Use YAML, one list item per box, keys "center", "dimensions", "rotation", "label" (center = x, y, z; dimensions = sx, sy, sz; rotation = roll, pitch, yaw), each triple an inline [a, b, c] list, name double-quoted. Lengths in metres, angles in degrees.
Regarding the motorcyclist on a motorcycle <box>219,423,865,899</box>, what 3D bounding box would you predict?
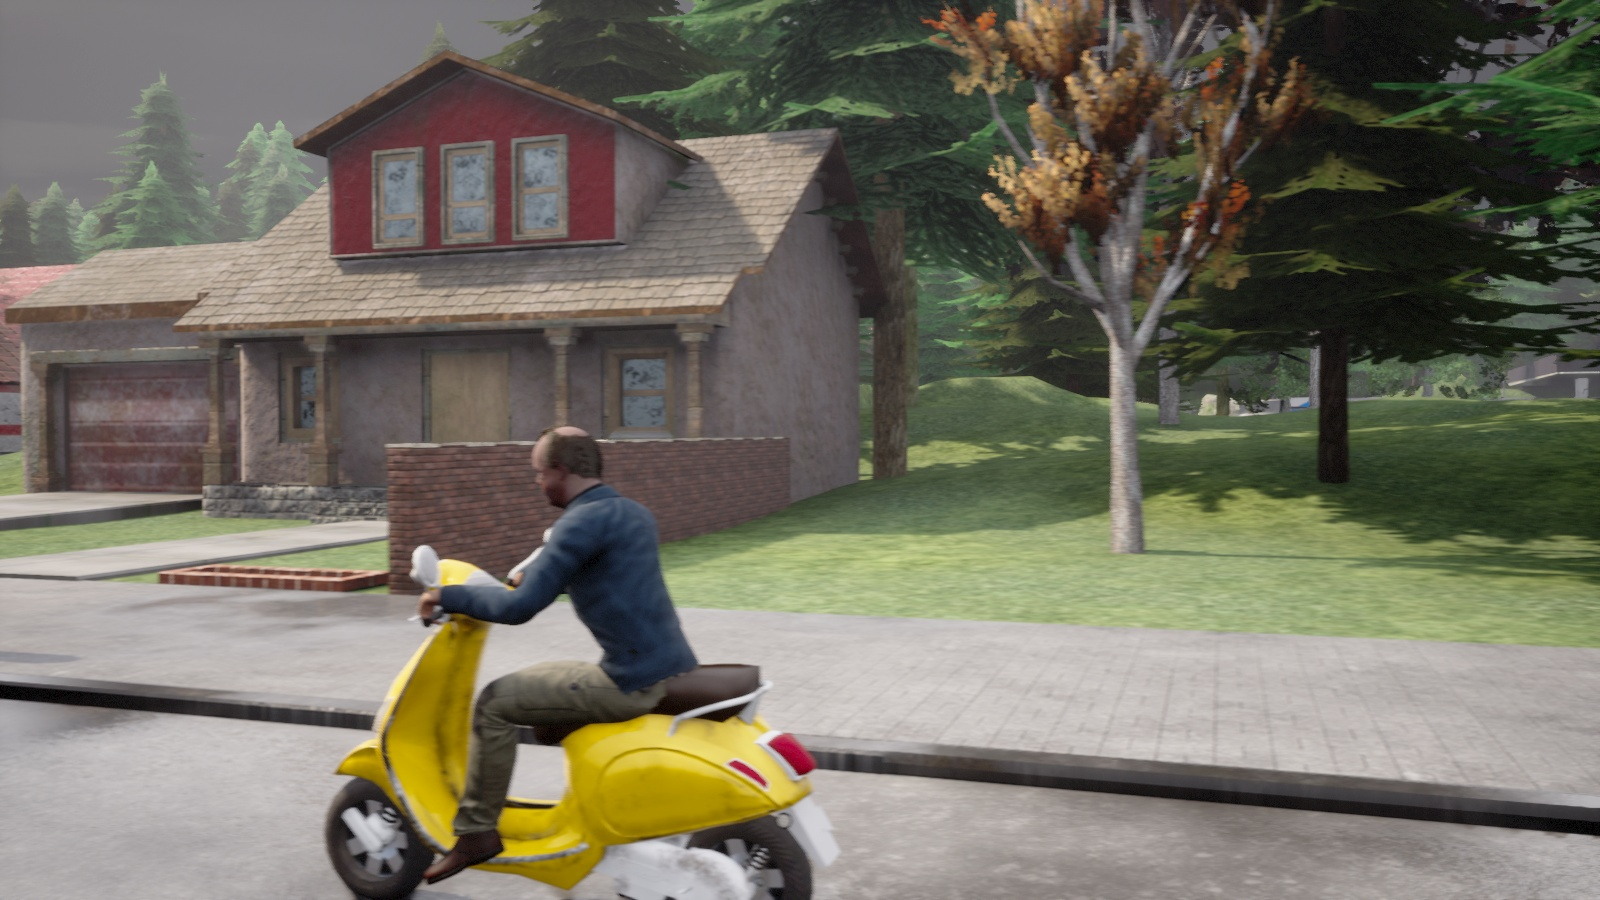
- center: [-0.788, 0.713, 3.996]
  dimensions: [1.817, 1.590, 0.866]
  rotation: [1, 1, 18]
  label: "motorcyclist on a motorcycle"
